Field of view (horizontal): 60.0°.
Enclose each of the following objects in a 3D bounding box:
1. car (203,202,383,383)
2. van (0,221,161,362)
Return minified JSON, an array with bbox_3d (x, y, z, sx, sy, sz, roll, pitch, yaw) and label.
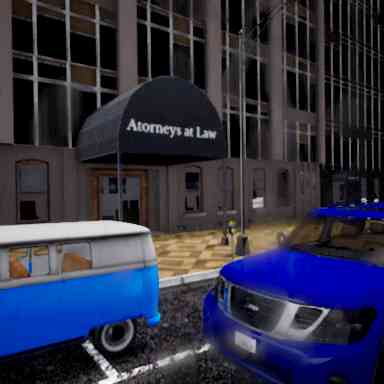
[{"bbox_3d":[2.798,1.215,5.096,5.566,2.045,2.150,0,0,-36],"label":"car"},{"bbox_3d":[-2.377,1.340,4.421,3.998,1.788,1.690,0,-1,-36],"label":"van"}]
